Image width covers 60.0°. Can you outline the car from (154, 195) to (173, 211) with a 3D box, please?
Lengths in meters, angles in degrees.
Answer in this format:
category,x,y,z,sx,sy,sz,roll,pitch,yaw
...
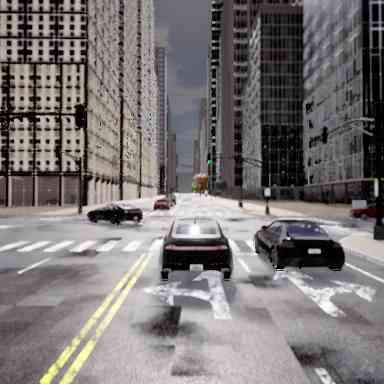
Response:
category,x,y,z,sx,sy,sz,roll,pitch,yaw
car,-3.886,1.586,43.824,1.882,1.535,5.008,0,0,-1

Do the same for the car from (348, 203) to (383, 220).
category,x,y,z,sx,sy,sz,roll,pitch,yaw
car,16.176,1.704,29.073,4.674,1.442,1.812,0,-1,2

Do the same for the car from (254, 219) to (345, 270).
category,x,y,z,sx,sy,sz,roll,pitch,yaw
car,3.350,1.597,11.108,1.994,1.385,4.181,0,0,0

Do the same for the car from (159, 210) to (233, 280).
category,x,y,z,sx,sy,sz,roll,pitch,yaw
car,0.100,1.521,10.036,2.128,1.511,4.902,0,0,0

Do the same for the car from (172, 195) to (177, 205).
category,x,y,z,sx,sy,sz,roll,pitch,yaw
car,-4.018,1.677,53.644,2.033,1.411,5.357,0,0,0

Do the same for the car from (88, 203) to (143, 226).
category,x,y,z,sx,sy,sz,roll,pitch,yaw
car,-5.587,1.546,23.909,4.902,1.511,2.128,0,-1,42
